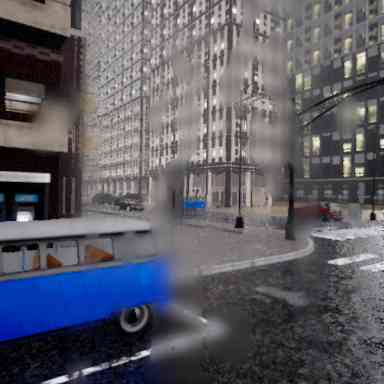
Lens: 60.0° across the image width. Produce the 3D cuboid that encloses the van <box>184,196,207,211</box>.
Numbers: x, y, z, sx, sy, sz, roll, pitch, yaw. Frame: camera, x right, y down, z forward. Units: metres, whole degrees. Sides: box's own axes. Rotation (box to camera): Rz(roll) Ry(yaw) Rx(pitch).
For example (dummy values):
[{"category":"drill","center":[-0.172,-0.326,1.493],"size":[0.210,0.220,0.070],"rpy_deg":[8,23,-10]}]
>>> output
[{"category":"van","center":[0.163,1.386,40.763],"size":[1.690,1.788,3.998],"rpy_deg":[1,-1,-35]}]

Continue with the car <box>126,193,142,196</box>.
[{"category":"car","center":[-10.258,1.259,56.160],"size":[2.150,2.045,5.566],"rpy_deg":[1,-1,-35]}]

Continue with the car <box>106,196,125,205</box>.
[{"category":"car","center":[-14.267,1.529,61.863],"size":[1.837,1.490,4.892],"rpy_deg":[1,-1,-35]}]

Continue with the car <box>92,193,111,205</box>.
[{"category":"car","center":[-15.812,1.186,58.617],"size":[2.150,2.045,5.566],"rpy_deg":[1,-1,-35]}]

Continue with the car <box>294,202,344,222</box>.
[{"category":"car","center":[9.974,1.509,26.946],"size":[1.967,1.590,4.097],"rpy_deg":[1,-1,-35]}]

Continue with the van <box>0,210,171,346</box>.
[{"category":"van","center":[-2.256,1.342,5.097],"size":[3.998,1.788,1.690],"rpy_deg":[0,1,-35]}]

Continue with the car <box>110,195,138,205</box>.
[{"category":"car","center":[-10.351,1.539,51.014],"size":[1.994,1.385,4.181],"rpy_deg":[1,-1,-37]}]

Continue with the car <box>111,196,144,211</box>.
[{"category":"car","center":[-6.672,1.430,35.910],"size":[2.008,1.369,4.403],"rpy_deg":[1,-1,-35]}]

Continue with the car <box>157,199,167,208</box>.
[{"category":"car","center":[-3.111,1.588,45.366],"size":[2.008,1.369,4.403],"rpy_deg":[1,-1,-35]}]
